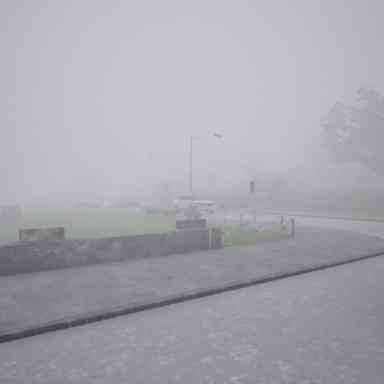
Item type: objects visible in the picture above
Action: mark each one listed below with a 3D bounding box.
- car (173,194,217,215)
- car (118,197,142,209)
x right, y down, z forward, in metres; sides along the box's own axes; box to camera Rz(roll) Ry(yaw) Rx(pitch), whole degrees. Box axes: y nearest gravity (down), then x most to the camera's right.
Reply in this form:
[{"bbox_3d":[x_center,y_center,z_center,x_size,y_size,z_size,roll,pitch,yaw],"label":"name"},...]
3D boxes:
[{"bbox_3d":[0.162,1.225,33.960,2.150,2.045,5.566,0,0,-35],"label":"car"},{"bbox_3d":[-8.666,1.477,46.360,1.882,1.535,5.008,0,0,-35],"label":"car"}]
